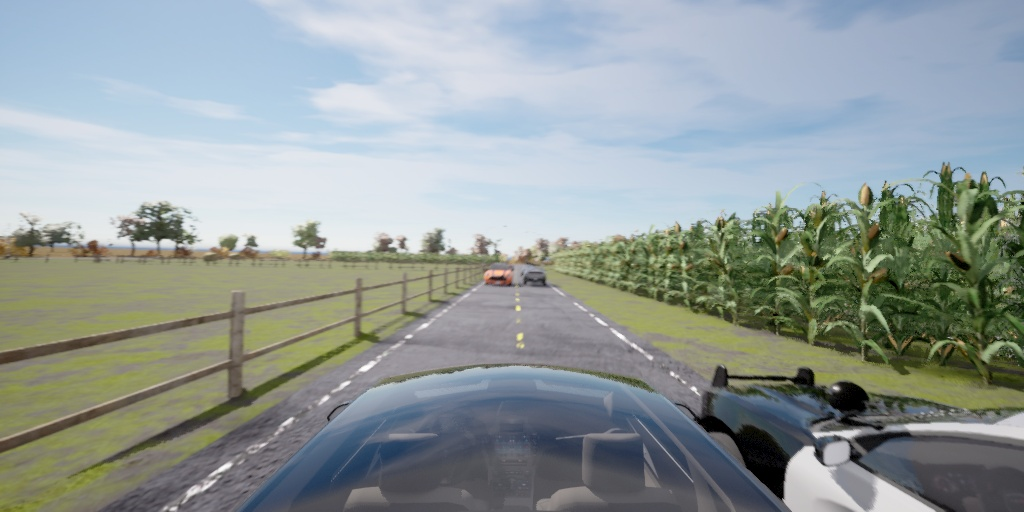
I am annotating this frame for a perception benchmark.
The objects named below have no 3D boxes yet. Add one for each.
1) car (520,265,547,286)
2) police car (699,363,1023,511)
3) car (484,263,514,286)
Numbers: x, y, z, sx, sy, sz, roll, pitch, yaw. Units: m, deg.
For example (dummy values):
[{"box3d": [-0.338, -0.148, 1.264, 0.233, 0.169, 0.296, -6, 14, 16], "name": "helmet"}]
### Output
[{"box3d": [1.855, 1.636, 30.330, 2.128, 1.511, 4.902, 2, -1, 1], "name": "car"}, {"box3d": [2.491, 1.244, 1.188, 1.930, 1.638, 5.238, 2, -1, 1], "name": "police car"}, {"box3d": [-0.985, 1.388, 28.509, 2.097, 1.767, 4.553, 2, -1, 1], "name": "car"}]
